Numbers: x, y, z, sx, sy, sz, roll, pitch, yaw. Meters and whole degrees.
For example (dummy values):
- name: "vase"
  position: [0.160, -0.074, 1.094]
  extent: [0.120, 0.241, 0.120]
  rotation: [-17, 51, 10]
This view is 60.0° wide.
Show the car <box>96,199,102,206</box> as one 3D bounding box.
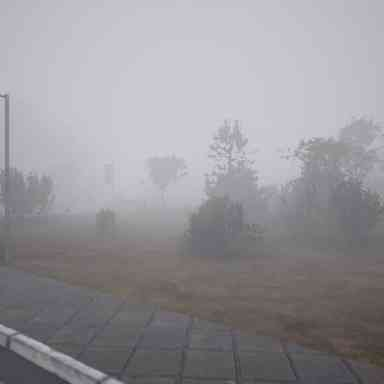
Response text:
- name: "car"
  position: [-12.895, 1.388, 52.768]
  extent: [1.882, 1.535, 5.008]
  rotation: [0, 1, 39]

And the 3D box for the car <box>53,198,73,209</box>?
- name: "car"
  position: [-17.295, 1.482, 41.742]
  extent: [2.128, 1.511, 4.902]
  rotation: [0, 0, 39]

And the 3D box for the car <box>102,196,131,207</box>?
- name: "car"
  position: [-10.622, 1.519, 50.014]
  extent: [1.895, 1.301, 4.718]
  rotation: [0, 1, 39]
